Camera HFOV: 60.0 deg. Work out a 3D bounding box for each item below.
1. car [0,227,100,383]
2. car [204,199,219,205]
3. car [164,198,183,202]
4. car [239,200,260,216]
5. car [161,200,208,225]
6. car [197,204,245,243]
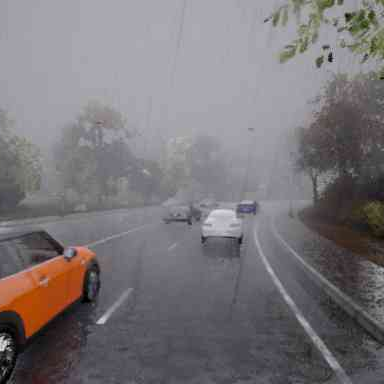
[{"bbox_3d":[-3.094,1.344,5.365,2.097,1.767,4.553,0,0,3],"label":"car"},{"bbox_3d":[2.154,1.598,44.435,1.994,1.385,4.181,0,0,23],"label":"car"},{"bbox_3d":[-2.303,1.498,42.691,2.128,1.511,4.902,0,0,21],"label":"car"},{"bbox_3d":[5.793,1.531,33.672,1.882,1.535,5.008,0,0,18],"label":"car"},{"bbox_3d":[-0.545,1.562,24.028,2.033,1.411,5.357,0,0,13],"label":"car"},{"bbox_3d":[1.551,1.546,16.193,1.812,1.442,4.674,0,0,9],"label":"car"}]
